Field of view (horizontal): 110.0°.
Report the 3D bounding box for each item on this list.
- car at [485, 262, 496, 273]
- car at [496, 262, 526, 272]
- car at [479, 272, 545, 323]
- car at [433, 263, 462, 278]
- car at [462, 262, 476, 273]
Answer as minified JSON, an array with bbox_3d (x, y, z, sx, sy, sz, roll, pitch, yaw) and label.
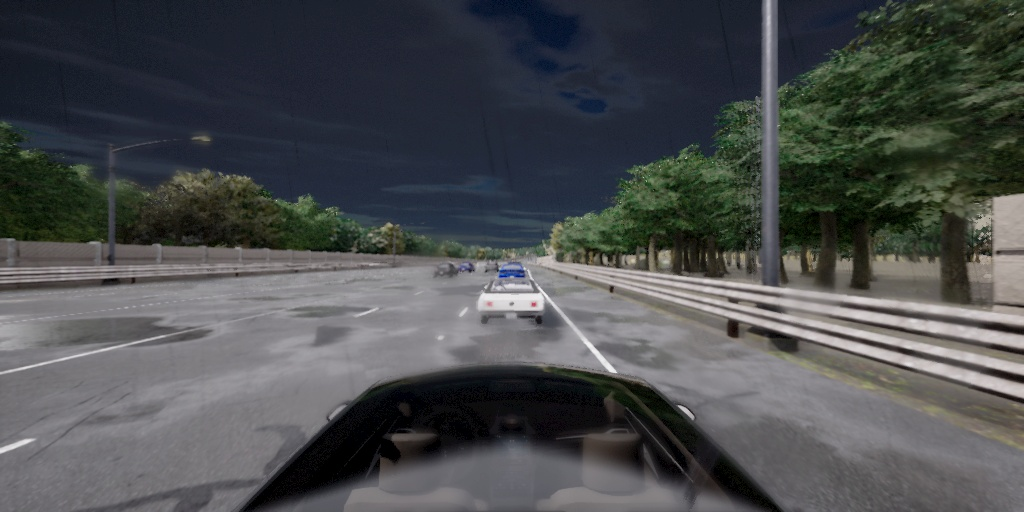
[{"bbox_3d":[-2.724,1.531,50.481,2.128,1.511,4.902,0,-1,2],"label":"car"},{"bbox_3d":[0.032,1.318,27.133,1.882,1.535,5.008,0,0,1],"label":"car"},{"bbox_3d":[-0.001,1.378,12.169,1.895,1.301,4.718,0,0,0],"label":"car"},{"bbox_3d":[-6.693,1.463,36.702,1.812,1.442,4.674,0,0,2],"label":"car"},{"bbox_3d":[-6.262,1.570,49.381,1.812,1.442,4.674,0,0,4],"label":"car"}]
